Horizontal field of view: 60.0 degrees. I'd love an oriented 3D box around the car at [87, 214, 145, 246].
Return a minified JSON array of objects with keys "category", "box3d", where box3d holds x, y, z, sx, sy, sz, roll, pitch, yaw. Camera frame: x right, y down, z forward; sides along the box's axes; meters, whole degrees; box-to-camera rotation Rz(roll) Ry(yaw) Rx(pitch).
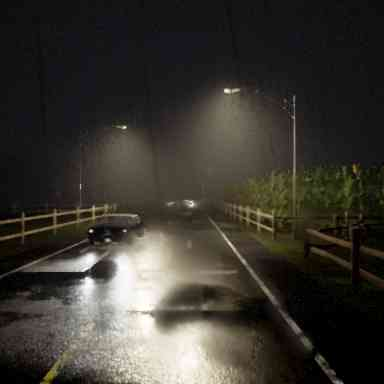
[{"category":"car","box3d":[-3.529,1.753,16.192,1.895,1.301,4.718,0,-1,1]}]
